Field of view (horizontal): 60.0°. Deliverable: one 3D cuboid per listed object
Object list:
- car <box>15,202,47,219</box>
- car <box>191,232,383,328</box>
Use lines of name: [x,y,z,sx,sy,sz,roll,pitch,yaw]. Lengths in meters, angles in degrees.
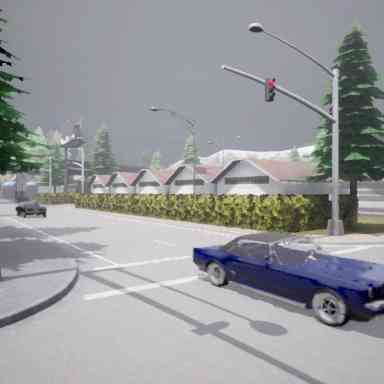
car: [-14.401,1.547,29.717,1.895,1.301,4.718,0,0,-36]
car: [2.075,1.626,7.308,1.895,1.301,4.718,0,0,-36]
